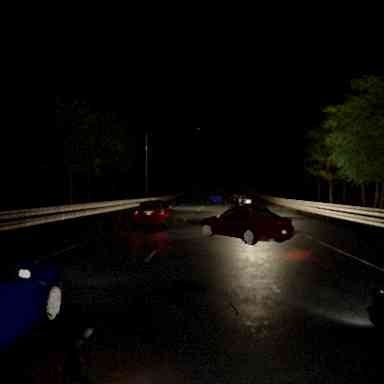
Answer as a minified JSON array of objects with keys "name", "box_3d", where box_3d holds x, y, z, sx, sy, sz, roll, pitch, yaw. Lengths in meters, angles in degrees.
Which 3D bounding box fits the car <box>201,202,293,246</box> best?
[{"name":"car","box_3d":[2.363,1.472,15.548,1.882,1.535,5.008,0,0,-33]}]

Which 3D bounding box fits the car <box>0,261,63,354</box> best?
[{"name":"car","box_3d":[-3.296,1.472,4.039,1.882,1.535,5.008,0,0,1]}]

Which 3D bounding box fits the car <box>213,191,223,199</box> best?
[{"name":"car","box_3d":[6.041,0.677,76.914,2.128,1.511,4.902,0,2,6]}]

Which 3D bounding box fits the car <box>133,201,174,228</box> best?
[{"name":"car","box_3d":[-2.471,1.346,22.196,2.097,1.767,4.553,0,0,4]}]

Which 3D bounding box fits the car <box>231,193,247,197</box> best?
[{"name":"car","box_3d":[6.541,1.178,45.821,2.150,2.045,5.566,0,0,6]}]

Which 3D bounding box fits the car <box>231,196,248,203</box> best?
[{"name":"car","box_3d":[5.466,1.488,34.852,2.128,1.511,4.902,0,0,6]}]

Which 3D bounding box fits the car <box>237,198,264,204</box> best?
[{"name":"car","box_3d":[4.535,1.473,24.107,1.882,1.535,5.008,0,0,4]}]

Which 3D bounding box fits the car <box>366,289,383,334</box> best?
[{"name":"car","box_3d":[3.534,1.542,2.601,2.033,1.411,5.357,0,0,1]}]

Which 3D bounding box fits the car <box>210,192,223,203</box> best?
[{"name":"car","box_3d":[4.065,1.275,57.213,1.882,1.535,5.008,0,1,6]}]
